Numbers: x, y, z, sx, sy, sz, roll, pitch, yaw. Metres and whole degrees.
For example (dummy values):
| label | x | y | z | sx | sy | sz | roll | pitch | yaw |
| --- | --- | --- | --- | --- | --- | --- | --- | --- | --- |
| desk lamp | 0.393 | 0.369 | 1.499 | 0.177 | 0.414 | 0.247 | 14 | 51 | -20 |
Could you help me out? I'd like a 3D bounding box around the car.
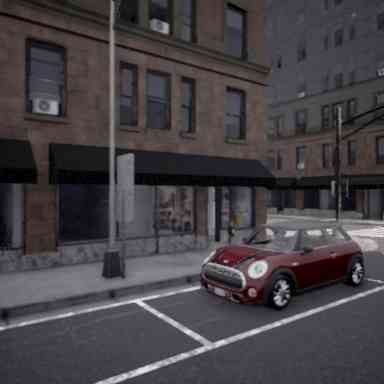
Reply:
| label | x | y | z | sx | sy | sz | roll | pitch | yaw |
| --- | --- | --- | --- | --- | --- | --- | --- | --- | --- |
| car | 2.167 | 1.444 | 7.733 | 4.097 | 1.590 | 1.967 | 0 | 0 | -35 |
